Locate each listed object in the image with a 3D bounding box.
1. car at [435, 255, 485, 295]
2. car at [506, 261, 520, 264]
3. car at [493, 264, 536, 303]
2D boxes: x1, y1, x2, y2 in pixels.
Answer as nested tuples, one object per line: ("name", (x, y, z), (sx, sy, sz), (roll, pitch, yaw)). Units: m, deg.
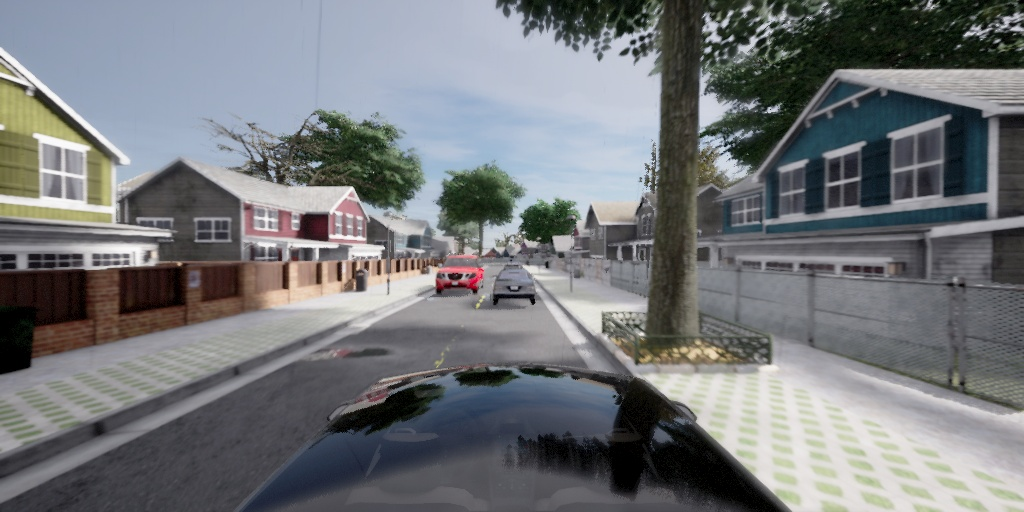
("car", (-2.756, 0.964, 20.047), (2.150, 2.045, 5.566), (0, 0, 0))
("car", (0.089, 1.249, 35.762), (2.128, 1.511, 4.902), (0, 0, 0))
("car", (0.091, 1.291, 16.451), (2.033, 1.411, 5.357), (0, 0, 0))
